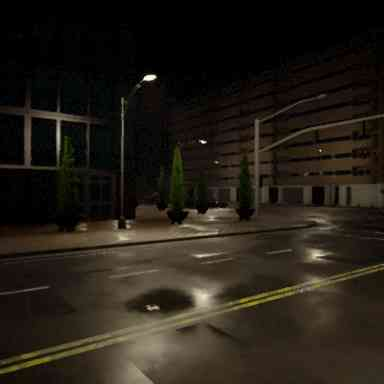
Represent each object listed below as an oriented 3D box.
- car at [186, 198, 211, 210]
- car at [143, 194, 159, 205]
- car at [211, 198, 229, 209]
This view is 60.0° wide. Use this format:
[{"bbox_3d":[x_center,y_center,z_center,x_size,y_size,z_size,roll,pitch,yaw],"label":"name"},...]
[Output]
[{"bbox_3d":[-0.005,1.551,44.588,1.812,1.442,4.674,0,0,-35],"label":"car"},{"bbox_3d":[-6.569,1.561,60.042,1.812,1.442,4.674,0,0,-35],"label":"car"},{"bbox_3d":[2.847,1.583,46.615,2.033,1.411,5.357,0,0,-35],"label":"car"}]
